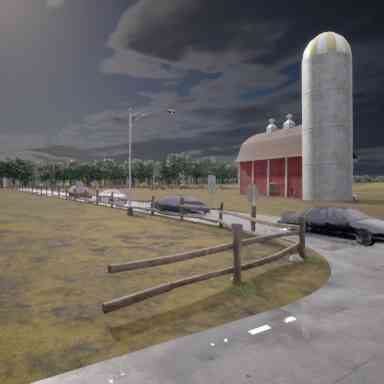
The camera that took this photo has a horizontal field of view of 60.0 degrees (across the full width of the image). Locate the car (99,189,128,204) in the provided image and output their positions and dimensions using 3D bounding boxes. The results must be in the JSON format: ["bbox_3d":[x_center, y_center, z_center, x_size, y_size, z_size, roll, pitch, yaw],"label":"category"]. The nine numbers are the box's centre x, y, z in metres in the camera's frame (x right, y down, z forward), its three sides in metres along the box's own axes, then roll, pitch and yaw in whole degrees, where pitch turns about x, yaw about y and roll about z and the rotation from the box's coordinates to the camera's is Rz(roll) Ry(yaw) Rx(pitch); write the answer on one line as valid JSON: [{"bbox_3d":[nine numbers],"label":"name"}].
[{"bbox_3d":[-8.429,0.472,35.398,1.812,1.442,4.674,-1,2,-36],"label":"car"}]

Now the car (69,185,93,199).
[{"bbox_3d":[-14.928,-0.048,44.593,2.097,1.767,4.553,-1,2,-35],"label":"car"}]

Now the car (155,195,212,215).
[{"bbox_3d":[-0.822,0.925,24.710,2.033,1.411,5.357,-1,2,-35],"label":"car"}]

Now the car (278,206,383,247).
[{"bbox_3d":[6.372,1.350,14.605,2.033,1.411,5.357,-1,2,-35],"label":"car"}]
